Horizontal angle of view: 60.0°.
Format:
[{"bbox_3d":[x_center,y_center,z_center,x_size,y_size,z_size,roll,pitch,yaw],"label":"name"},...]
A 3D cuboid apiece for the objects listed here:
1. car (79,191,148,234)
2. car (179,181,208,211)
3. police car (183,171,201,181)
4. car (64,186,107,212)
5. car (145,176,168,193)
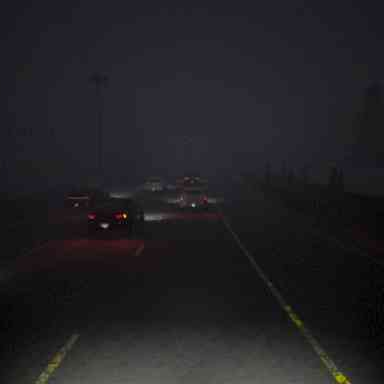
[{"bbox_3d":[-3.400,0.967,15.281,1.812,1.442,4.674,0,4,0],"label":"car"},{"bbox_3d":[0.082,0.346,22.650,1.812,1.442,4.674,0,6,0],"label":"car"},{"bbox_3d":[0.007,-1.551,37.628,2.038,1.542,4.974,0,8,0],"label":"police car"},{"bbox_3d":[-6.918,0.347,22.307,2.128,1.511,4.902,0,6,0],"label":"car"},{"bbox_3d":[-3.464,-0.784,32.081,1.812,1.442,4.674,0,8,0],"label":"car"}]
